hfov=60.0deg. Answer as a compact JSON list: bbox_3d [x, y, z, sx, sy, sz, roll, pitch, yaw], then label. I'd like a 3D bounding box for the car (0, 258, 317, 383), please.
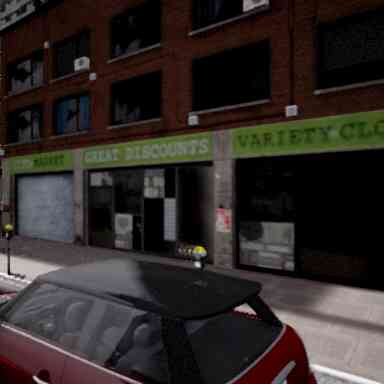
[{"bbox_3d":[-0.976,1.436,3.420,4.097,1.590,1.967,0,0,35],"label":"car"}]
